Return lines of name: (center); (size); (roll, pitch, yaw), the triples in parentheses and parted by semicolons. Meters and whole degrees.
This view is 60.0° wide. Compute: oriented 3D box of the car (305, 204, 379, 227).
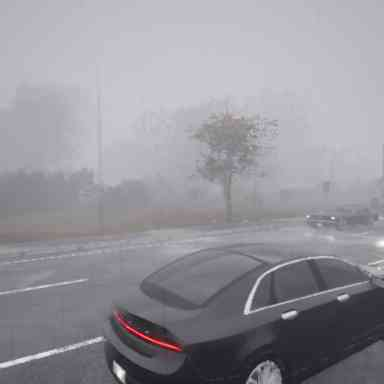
car: (8.447, 1.368, 18.627); (4.718, 1.301, 1.895); (-1, 1, -36)

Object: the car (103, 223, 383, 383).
car: (1.264, 1.465, 4.650); (4.892, 1.490, 1.837); (-1, 1, -36)
